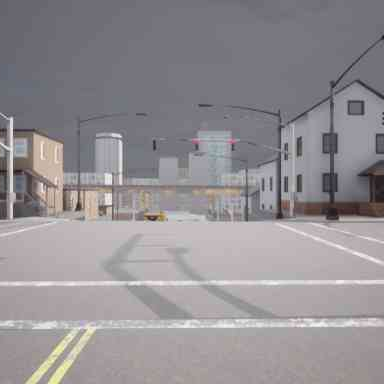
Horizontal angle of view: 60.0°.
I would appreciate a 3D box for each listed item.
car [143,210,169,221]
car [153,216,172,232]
[{"bbox_3d":[-3.673,2.535,33.465,1.882,1.535,5.008,0,-9,1],"label":"car"},{"bbox_3d":[-3.781,4.235,43.687,2.128,1.511,4.902,0,-13,-1],"label":"car"}]
